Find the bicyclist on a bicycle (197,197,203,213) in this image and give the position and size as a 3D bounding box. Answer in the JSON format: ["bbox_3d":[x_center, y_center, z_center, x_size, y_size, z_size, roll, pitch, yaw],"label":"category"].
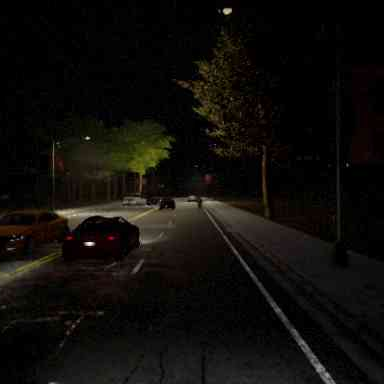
[{"bbox_3d":[0.913,1.454,36.409,0.582,1.620,1.656,0,0,0],"label":"bicyclist on a bicycle"}]

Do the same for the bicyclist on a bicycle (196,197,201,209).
[{"bbox_3d":[0.918,1.458,45.515,0.582,1.620,1.656,0,0,0],"label":"bicyclist on a bicycle"}]

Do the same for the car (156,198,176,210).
[{"bbox_3d":[-3.128,1.530,42.863,1.812,1.442,4.674,0,0,0],"label":"car"}]

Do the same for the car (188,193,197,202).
[{"bbox_3d":[0.039,1.567,73.727,2.033,1.411,5.357,0,0,0],"label":"car"}]

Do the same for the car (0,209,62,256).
[{"bbox_3d":[-6.592,1.478,13.306,1.882,1.535,5.008,0,0,0],"label":"car"}]

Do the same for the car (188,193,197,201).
[{"bbox_3d":[0.044,1.209,84.056,2.150,2.045,5.566,0,0,0],"label":"car"}]

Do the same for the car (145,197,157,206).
[{"bbox_3d":[-6.510,1.561,55.248,2.033,1.411,5.357,0,0,1],"label":"car"}]

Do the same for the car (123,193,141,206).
[{"bbox_3d":[-9.772,1.233,54.718,2.150,2.045,5.566,0,0,1],"label":"car"}]

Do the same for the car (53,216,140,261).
[{"bbox_3d":[-3.143,1.564,12.214,1.994,1.385,4.181,0,0,0],"label":"car"}]
